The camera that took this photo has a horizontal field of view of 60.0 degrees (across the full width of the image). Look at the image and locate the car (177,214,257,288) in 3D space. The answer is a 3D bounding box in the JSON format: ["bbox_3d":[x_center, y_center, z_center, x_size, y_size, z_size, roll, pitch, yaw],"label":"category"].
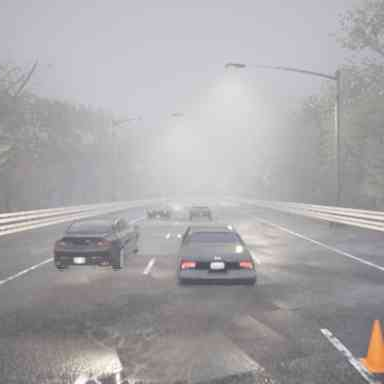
[{"bbox_3d":[0.541,1.590,9.432,2.033,1.411,5.357,0,0,0],"label":"car"}]

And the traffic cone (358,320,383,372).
[{"bbox_3d":[2.417,1.976,4.348,0.340,0.580,0.340,0,0,0],"label":"traffic cone"}]

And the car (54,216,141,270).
[{"bbox_3d":[-2.946,1.555,11.153,1.837,1.490,4.892,0,0,0],"label":"car"}]

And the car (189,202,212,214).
[{"bbox_3d":[0.735,1.617,29.328,2.128,1.511,4.902,0,0,1],"label":"car"}]

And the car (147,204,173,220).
[{"bbox_3d":[-2.778,1.729,29.832,1.895,1.301,4.718,0,0,1],"label":"car"}]
